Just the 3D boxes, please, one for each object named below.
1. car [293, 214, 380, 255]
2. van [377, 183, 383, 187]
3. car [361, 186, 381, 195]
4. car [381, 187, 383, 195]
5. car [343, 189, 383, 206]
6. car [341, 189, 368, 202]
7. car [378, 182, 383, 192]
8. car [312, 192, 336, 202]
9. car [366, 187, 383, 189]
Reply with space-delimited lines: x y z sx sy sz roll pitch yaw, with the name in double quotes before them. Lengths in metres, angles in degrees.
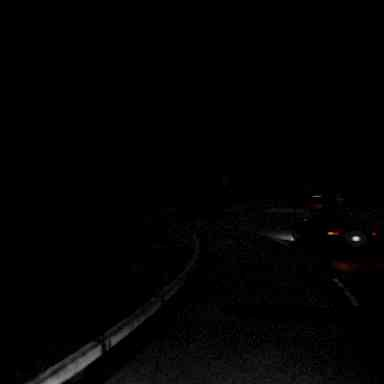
"car" 5.552 1.560 13.311 1.994 1.385 4.181 1 0 -1
"van" 27.325 0.104 44.971 4.442 1.987 1.878 -2 1 27
"car" 33.620 -0.249 62.344 4.181 1.385 1.994 -4 1 -43
"car" 36.144 -0.356 60.257 4.181 1.385 1.994 -4 1 -43
"car" 20.573 0.810 38.791 4.892 1.521 2.231 -2 1 27
"car" 23.724 0.467 48.452 5.008 1.535 1.882 -4 1 -43
"car" 40.633 -1.108 68.939 4.553 1.767 2.097 -4 1 -43
"car" 19.536 0.708 49.012 4.902 1.511 2.128 -4 1 -43
"car" 24.846 0.494 43.029 5.366 1.575 1.946 -2 2 27
